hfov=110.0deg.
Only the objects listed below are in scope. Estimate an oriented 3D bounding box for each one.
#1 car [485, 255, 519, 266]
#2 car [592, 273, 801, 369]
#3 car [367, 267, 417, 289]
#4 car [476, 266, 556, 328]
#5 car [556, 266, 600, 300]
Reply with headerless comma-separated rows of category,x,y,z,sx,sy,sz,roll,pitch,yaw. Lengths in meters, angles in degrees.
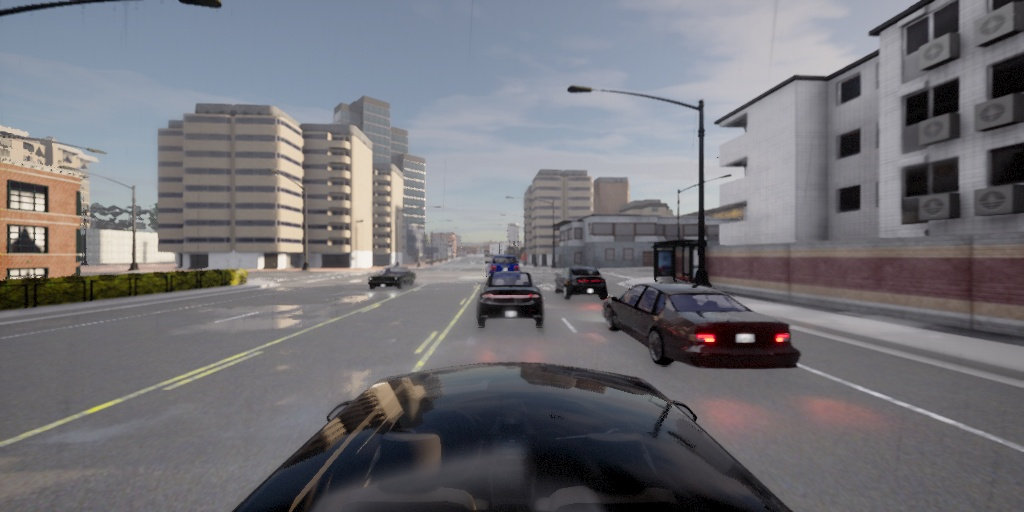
car,-0.752,0.956,26.266,2.150,2.045,5.566,0,0,-7
car,3.503,1.290,7.947,2.033,1.411,5.357,0,0,-1
car,-7.483,1.368,22.740,1.895,1.301,4.718,0,0,-2
car,-0.072,1.233,11.371,2.128,1.511,4.902,0,0,-1
car,3.269,1.239,17.690,1.837,1.490,4.892,0,0,-2
